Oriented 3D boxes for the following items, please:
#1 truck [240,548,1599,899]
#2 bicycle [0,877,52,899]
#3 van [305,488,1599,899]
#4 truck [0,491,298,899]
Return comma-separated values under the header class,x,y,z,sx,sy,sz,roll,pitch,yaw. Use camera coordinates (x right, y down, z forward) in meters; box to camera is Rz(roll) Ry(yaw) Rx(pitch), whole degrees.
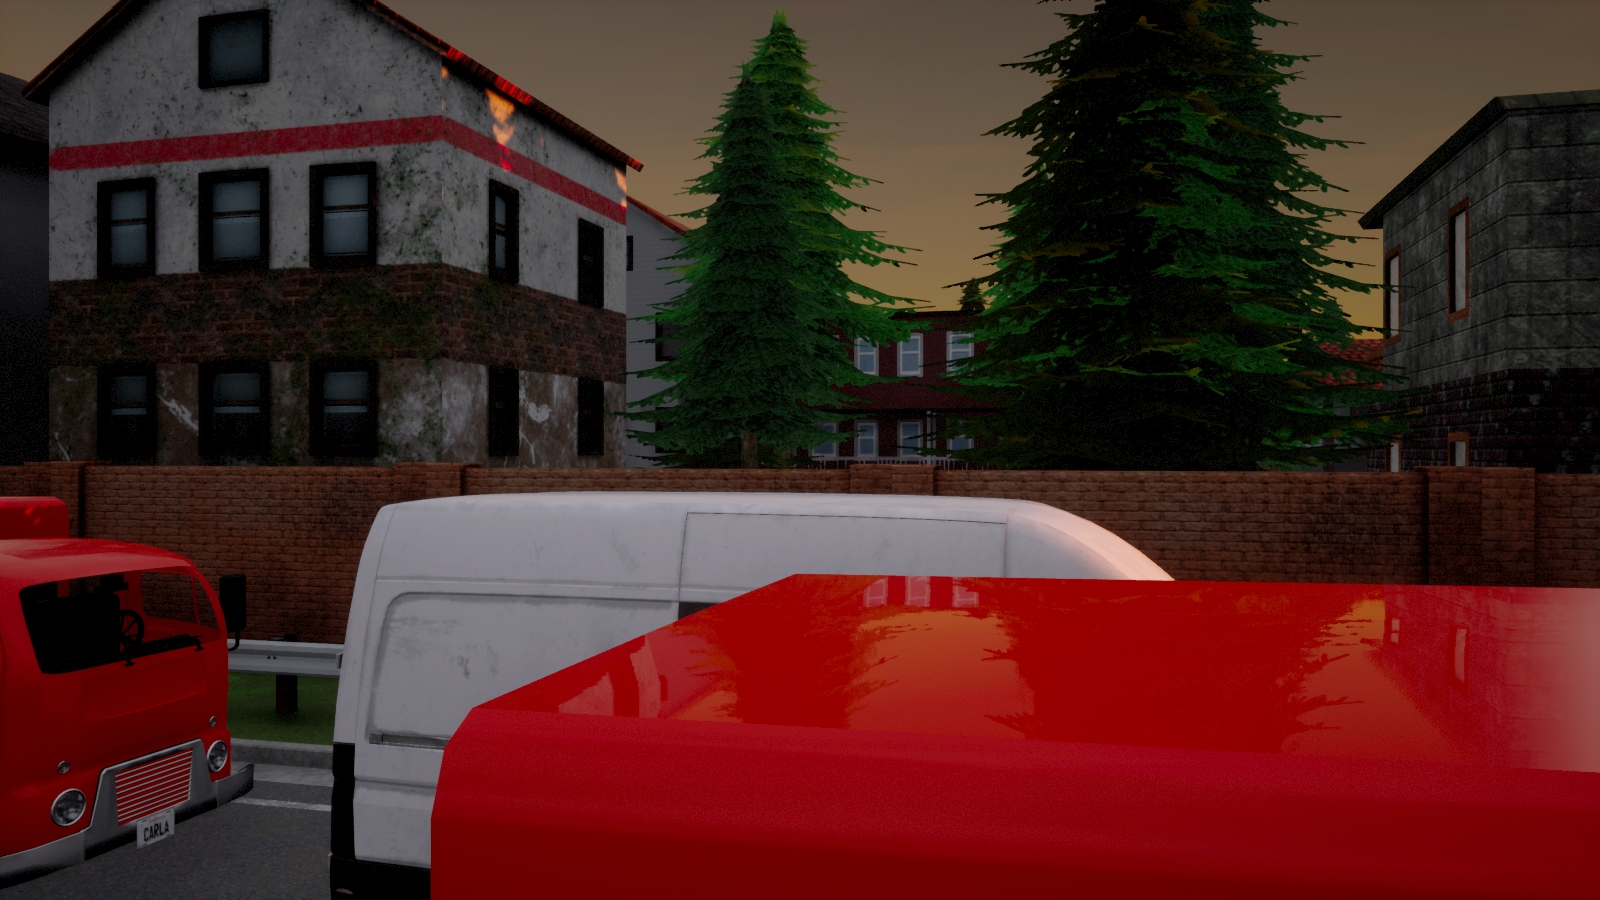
class,x,y,z,sx,sy,sz,roll,pitch,yaw
truck,2.192,1.568,1.959,5.204,2.467,2.627,0,0,15
bicycle,-3.101,2.056,3.494,1.643,1.496,0.373,0,0,16
van,0.608,1.535,6.000,5.915,2.561,1.988,0,0,15
truck,-6.587,1.568,7.895,5.204,2.467,2.627,0,0,15
